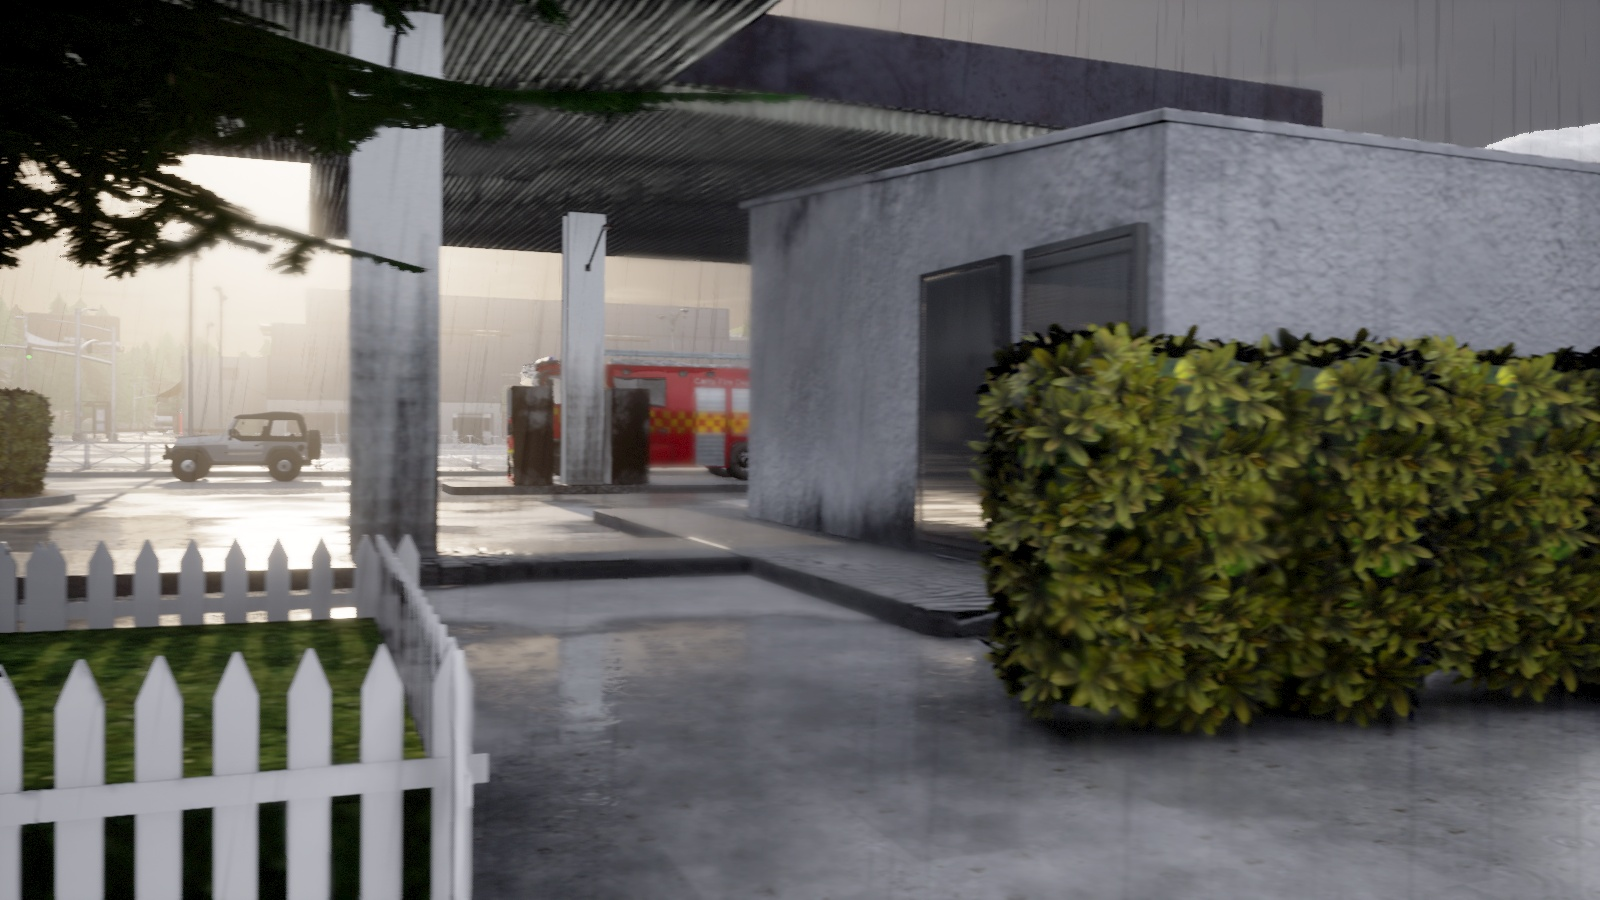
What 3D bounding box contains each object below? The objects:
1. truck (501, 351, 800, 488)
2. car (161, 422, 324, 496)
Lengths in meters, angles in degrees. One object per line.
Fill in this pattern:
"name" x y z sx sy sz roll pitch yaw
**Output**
"truck" -4.485 -0.935 37.890 8.468 3.827 2.891 -1 1 -21
"car" -14.939 0.204 33.879 3.866 1.878 1.905 -1 1 -21
